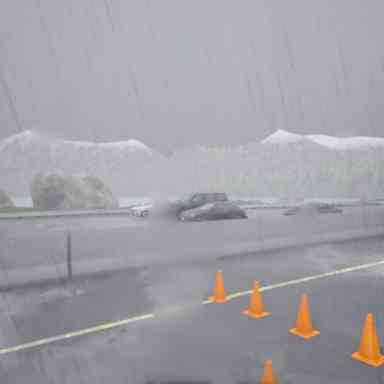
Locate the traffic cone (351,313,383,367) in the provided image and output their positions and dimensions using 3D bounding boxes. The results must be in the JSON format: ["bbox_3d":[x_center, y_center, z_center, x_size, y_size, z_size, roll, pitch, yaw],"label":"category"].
[{"bbox_3d":[2.359,1.912,4.413,0.340,0.580,0.340,-1,0,-37],"label":"traffic cone"}]

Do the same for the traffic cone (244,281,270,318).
[{"bbox_3d":[1.168,1.909,6.020,0.340,0.580,0.340,-1,0,-37],"label":"traffic cone"}]

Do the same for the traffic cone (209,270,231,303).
[{"bbox_3d":[0.573,1.908,6.824,0.340,0.580,0.340,-1,0,-37],"label":"traffic cone"}]

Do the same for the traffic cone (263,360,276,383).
[{"bbox_3d":[0.752,1.930,3.222,0.340,0.580,0.340,-1,0,-37],"label":"traffic cone"}]

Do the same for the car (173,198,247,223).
[{"bbox_3d":[1.443,1.376,21.736,4.674,1.442,1.812,-1,0,-30],"label":"car"}]

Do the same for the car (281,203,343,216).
[{"bbox_3d":[7.685,1.377,21.200,4.181,1.385,1.994,-1,0,-28],"label":"car"}]

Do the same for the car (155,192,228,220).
[{"bbox_3d":[0.370,1.056,25.186,5.566,2.045,2.150,-1,0,-30],"label":"car"}]

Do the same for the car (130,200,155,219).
[{"bbox_3d":[-2.764,1.367,27.382,4.674,1.442,1.812,-1,0,-30],"label":"car"}]

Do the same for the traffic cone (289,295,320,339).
[{"bbox_3d":[1.764,1.911,5.217,0.340,0.580,0.340,-1,0,-37],"label":"traffic cone"}]
